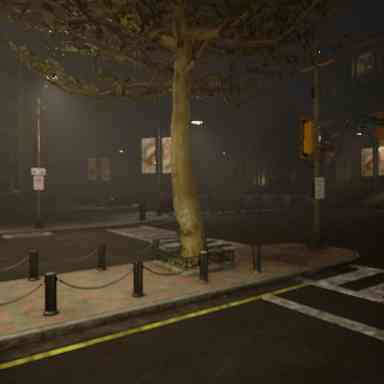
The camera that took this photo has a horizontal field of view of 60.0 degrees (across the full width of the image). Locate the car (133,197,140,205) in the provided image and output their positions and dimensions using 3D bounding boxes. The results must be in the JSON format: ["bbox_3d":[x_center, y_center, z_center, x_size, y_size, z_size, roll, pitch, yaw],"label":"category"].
[{"bbox_3d":[-10.282,1.417,55.084,1.994,1.385,4.181,0,0,-38],"label":"car"}]

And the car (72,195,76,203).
[{"bbox_3d":[-21.708,1.230,66.130,4.553,1.767,2.097,0,0,34],"label":"car"}]

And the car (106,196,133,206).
[{"bbox_3d":[-11.429,1.422,50.955,2.033,1.411,5.357,0,0,-35],"label":"car"}]

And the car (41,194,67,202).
[{"bbox_3d":[-27.033,1.154,64.966,5.357,1.411,2.033,0,0,26],"label":"car"}]

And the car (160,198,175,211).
[{"bbox_3d":[-2.180,1.398,37.948,1.812,1.442,4.674,0,0,-35],"label":"car"}]

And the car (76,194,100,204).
[{"bbox_3d":[-18.126,1.447,58.866,4.181,1.385,1.994,0,0,42],"label":"car"}]
